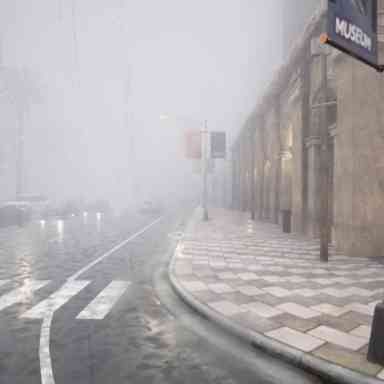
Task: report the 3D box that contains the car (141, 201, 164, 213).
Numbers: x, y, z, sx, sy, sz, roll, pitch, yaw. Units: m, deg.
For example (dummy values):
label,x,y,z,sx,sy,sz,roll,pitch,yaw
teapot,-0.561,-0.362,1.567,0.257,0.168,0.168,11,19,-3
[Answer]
label,x,y,z,sx,sy,sz,roll,pitch,yaw
car,-4.150,1.600,36.139,1.895,1.301,4.718,0,0,2

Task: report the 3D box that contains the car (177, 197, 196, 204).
label,x,y,z,sx,sy,sz,roll,pitch,yaw
car,-0.938,1.567,62.474,1.994,1.385,4.181,-1,-1,32

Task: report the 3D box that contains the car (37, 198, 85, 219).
label,x,y,z,sx,sy,sz,roll,pitch,yaw
car,-11.459,1.522,29.427,1.812,1.442,4.674,0,0,2

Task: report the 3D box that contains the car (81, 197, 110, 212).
label,x,y,z,sx,sy,sz,roll,pitch,yaw
car,-11.104,1.521,39.310,1.812,1.442,4.674,0,0,2

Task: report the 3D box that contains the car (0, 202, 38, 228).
label,x,y,z,sx,sy,sz,roll,pitch,yaw
car,-11.733,1.545,20.002,2.033,1.411,5.357,0,0,1

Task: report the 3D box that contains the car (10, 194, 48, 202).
label,x,y,z,sx,sy,sz,roll,pitch,yaw
car,-14.937,1.217,30.283,2.150,2.045,5.566,0,0,2
